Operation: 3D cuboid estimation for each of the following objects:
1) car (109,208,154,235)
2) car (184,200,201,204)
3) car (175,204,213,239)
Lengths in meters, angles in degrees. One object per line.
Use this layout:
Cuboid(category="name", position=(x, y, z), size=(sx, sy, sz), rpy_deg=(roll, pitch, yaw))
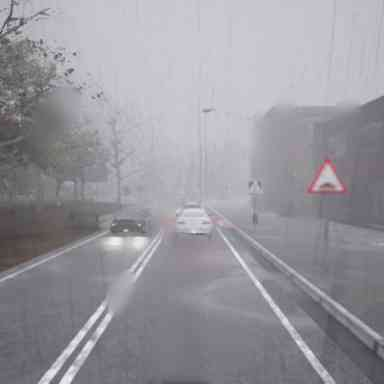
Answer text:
Cuboid(category="car", position=(-3.367, 1.624, 19.583), size=(2.033, 1.411, 5.357), rpy_deg=(0, -1, 0))
Cuboid(category="car", position=(0.042, 1.624, 35.292), size=(1.812, 1.442, 4.674), rpy_deg=(0, 0, 0))
Cuboid(category="car", position=(0.086, 1.570, 17.434), size=(1.812, 1.442, 4.674), rpy_deg=(0, 0, 0))
